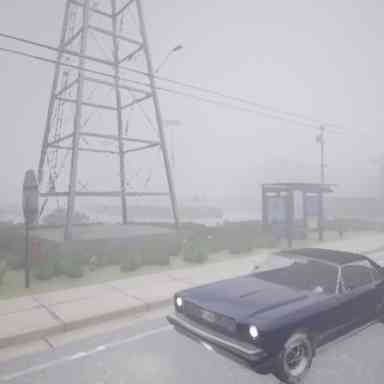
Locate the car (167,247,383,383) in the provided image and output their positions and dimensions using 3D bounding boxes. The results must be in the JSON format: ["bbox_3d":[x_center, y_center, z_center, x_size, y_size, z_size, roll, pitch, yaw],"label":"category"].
[{"bbox_3d":[1.942,1.713,5.691,4.718,1.301,1.895,1,-2,-38],"label":"car"}]

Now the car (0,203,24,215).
[{"bbox_3d":[-26.501,2.493,48.534,4.605,1.855,1.932,1,-2,-40],"label":"car"}]

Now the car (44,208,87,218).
[{"bbox_3d":[-11.836,2.256,31.497,3.905,1.438,1.784,1,-2,-40],"label":"car"}]
